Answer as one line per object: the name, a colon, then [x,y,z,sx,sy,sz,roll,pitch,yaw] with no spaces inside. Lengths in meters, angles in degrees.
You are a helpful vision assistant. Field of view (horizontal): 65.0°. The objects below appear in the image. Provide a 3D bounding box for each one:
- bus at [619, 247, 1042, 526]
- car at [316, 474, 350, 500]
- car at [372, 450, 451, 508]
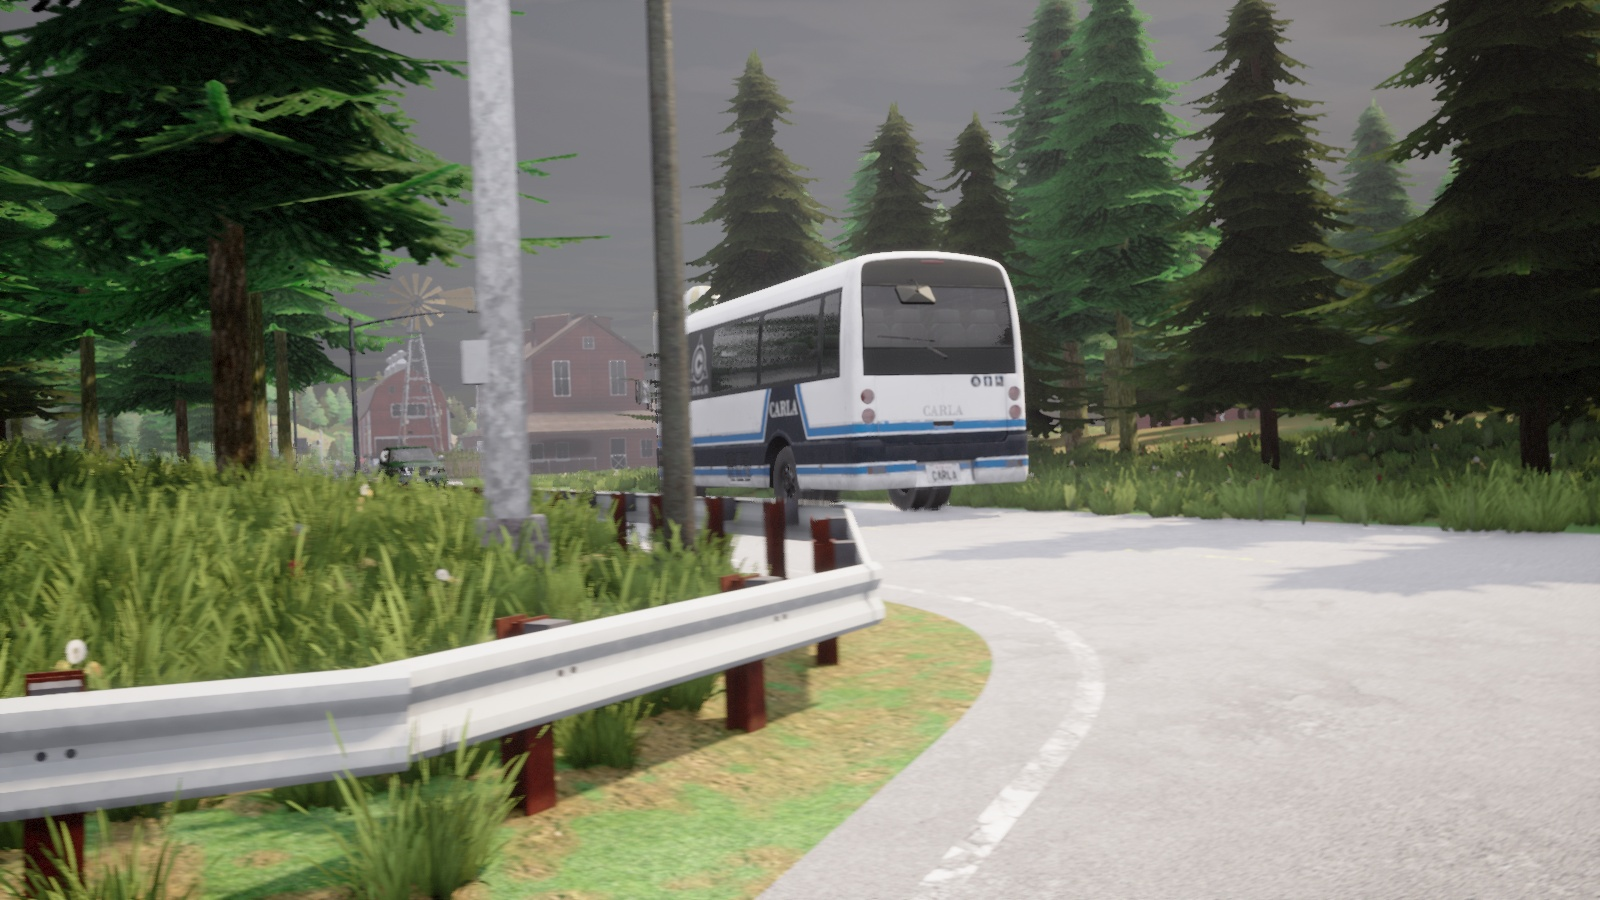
bus: [-0.052,-0.934,24.618,3.944,4.253,10.273,-4,0,-25]
car: [-31.271,2.472,84.061,1.789,1.549,3.705,-4,0,-25]
car: [-15.462,1.171,49.791,2.150,2.045,5.566,-4,0,-25]
